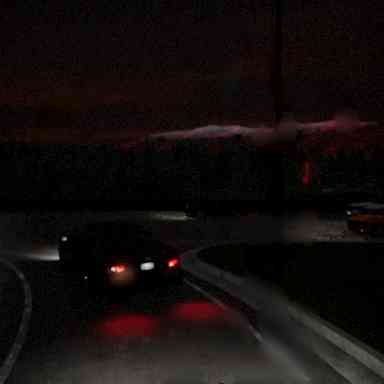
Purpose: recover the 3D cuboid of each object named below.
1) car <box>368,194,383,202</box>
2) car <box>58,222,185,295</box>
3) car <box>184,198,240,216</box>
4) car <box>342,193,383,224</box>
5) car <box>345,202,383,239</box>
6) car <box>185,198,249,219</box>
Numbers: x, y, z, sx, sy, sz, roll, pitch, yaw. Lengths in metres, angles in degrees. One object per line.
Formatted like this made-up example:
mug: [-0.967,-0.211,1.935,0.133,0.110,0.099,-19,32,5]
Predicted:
car: [12.955,1.141,19.611,5.566,2.045,2.150,0,0,3]
car: [-2.167,1.508,8.738,2.033,1.411,5.357,0,0,-31]
car: [1.829,1.346,30.620,5.008,1.535,1.882,0,0,3]
car: [13.720,1.127,23.081,5.566,2.045,2.150,0,0,3]
car: [10.309,1.411,16.227,5.008,1.535,1.882,0,0,3]
car: [2.128,1.388,27.103,4.892,1.490,1.837,0,0,3]
